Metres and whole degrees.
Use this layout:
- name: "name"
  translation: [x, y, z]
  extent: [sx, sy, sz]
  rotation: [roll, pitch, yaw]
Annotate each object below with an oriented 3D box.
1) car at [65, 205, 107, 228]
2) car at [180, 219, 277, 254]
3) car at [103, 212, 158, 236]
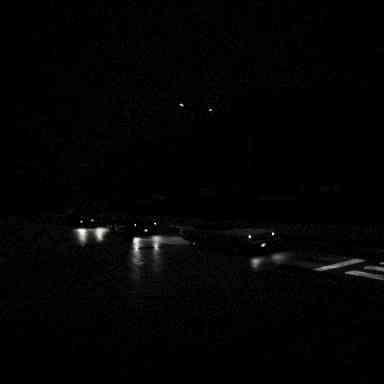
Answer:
- name: "car"
  translation: [-10.587, 2.310, 32.192]
  extent: [2.150, 2.045, 5.566]
  rotation: [0, -2, -36]
- name: "car"
  translation: [1.545, 1.921, 15.290]
  extent: [1.895, 1.301, 4.718]
  rotation: [0, -2, -38]
- name: "car"
  translation: [-4.291, 2.270, 23.420]
  extent: [1.895, 1.301, 4.718]
  rotation: [0, -2, -36]
